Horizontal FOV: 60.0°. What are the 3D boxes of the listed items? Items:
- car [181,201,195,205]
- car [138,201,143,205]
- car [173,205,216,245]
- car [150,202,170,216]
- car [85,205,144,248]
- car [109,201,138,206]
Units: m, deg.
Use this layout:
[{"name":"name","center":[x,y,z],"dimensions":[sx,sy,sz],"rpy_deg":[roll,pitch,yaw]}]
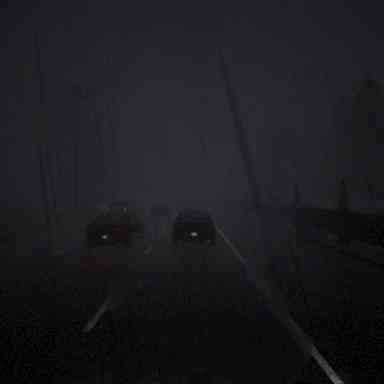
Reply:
[{"name":"car","center":[-0.594,1.983,47.041],"dimensions":[1.994,1.385,4.181],"rpy_deg":[0,0,-6]},{"name":"car","center":[-7.534,1.931,44.561],"dimensions":[1.812,1.442,4.674],"rpy_deg":[0,0,-6]},{"name":"car","center":[0.087,1.623,16.338],"dimensions":[1.882,1.535,5.008],"rpy_deg":[0,0,0]},{"name":"car","center":[-3.507,1.820,36.336],"dimensions":[2.128,1.511,4.902],"rpy_deg":[0,0,-1]},{"name":"car","center":[-3.412,1.621,15.513],"dimensions":[1.882,1.535,5.008],"rpy_deg":[0,0,0]},{"name":"car","center":[-6.934,1.655,32.570],"dimensions":[2.097,1.767,4.553],"rpy_deg":[0,0,0]}]
